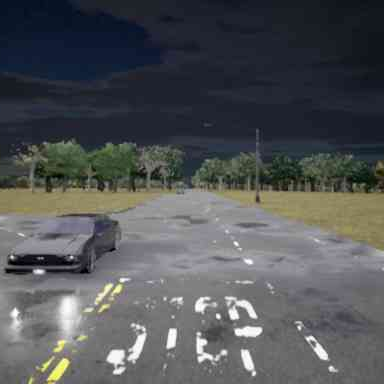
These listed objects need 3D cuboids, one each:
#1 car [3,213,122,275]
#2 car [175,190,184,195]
[{"bbox_3d":[-3.505,1.387,10.279,2.033,1.411,5.357,0,1,0],"label":"car"},{"bbox_3d":[-3.135,0.063,84.101,1.994,1.385,4.181,0,1,4],"label":"car"}]
